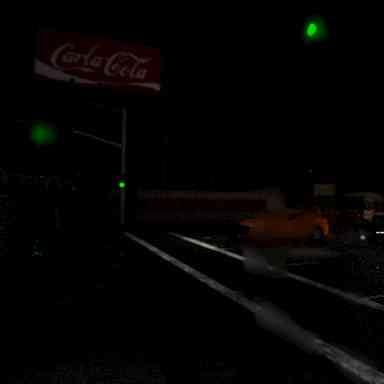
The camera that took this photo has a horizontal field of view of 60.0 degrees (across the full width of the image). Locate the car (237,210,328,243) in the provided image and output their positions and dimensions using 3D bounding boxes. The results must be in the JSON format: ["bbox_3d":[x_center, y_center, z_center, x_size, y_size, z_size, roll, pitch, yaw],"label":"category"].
[{"bbox_3d":[4.735,1.702,17.353,5.008,1.535,1.882,1,0,-22],"label":"car"}]

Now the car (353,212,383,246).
[{"bbox_3d":[9.842,1.794,15.660,4.902,1.511,2.128,1,0,-22],"label":"car"}]
